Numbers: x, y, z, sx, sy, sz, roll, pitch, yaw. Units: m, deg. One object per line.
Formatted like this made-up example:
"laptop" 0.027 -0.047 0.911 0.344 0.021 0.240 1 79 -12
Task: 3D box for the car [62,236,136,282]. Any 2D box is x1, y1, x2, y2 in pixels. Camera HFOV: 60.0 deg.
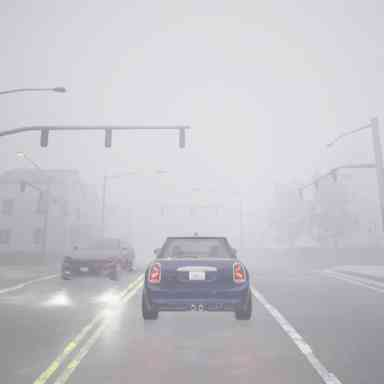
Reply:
"car" -3.467 2.541 13.219 1.882 1.535 5.008 0 -7 0

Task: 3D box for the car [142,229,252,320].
"car" 0.089 1.808 8.244 2.097 1.767 4.553 0 -7 0

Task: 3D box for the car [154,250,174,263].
"car" -3.650 8.603 44.250 2.128 1.511 4.902 0 -11 0
